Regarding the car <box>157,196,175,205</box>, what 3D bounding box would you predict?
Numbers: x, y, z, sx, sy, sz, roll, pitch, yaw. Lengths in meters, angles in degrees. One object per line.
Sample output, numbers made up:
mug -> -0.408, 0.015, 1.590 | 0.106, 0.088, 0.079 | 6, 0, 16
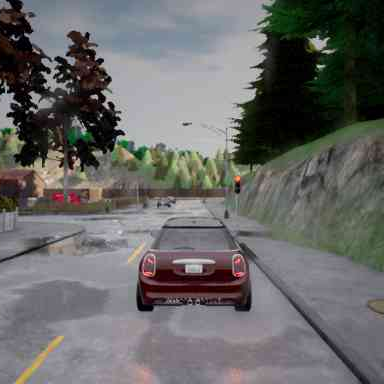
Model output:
car -> -4.086, 1.488, 49.068 | 2.128, 1.511, 4.902 | 0, 0, 0

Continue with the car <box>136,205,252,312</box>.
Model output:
car -> 0.055, 1.352, 7.899 | 2.097, 1.767, 4.553 | 0, 0, 1
